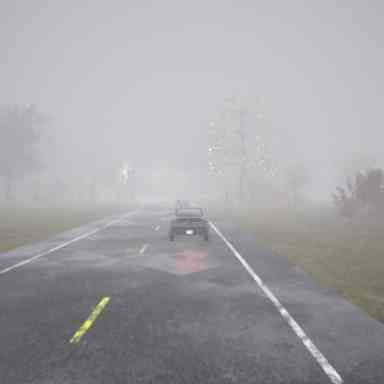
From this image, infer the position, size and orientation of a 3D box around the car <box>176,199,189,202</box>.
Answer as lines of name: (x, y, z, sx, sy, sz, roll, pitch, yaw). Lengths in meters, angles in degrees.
car: (-1.024, 1.495, 36.553, 2.033, 1.411, 5.357, 0, 0, -3)

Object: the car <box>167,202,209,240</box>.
car: (-0.175, 1.490, 16.898, 1.837, 1.490, 4.892, 0, 0, -2)
